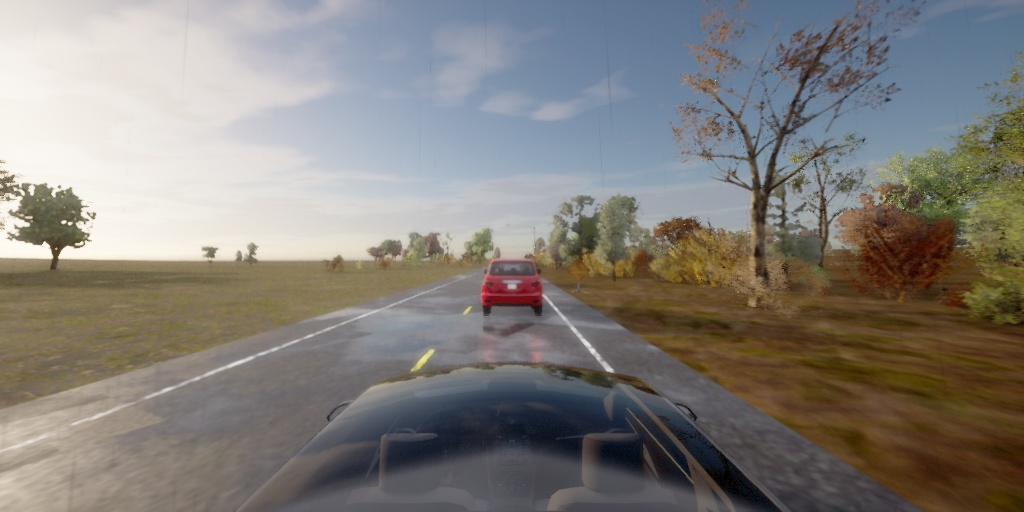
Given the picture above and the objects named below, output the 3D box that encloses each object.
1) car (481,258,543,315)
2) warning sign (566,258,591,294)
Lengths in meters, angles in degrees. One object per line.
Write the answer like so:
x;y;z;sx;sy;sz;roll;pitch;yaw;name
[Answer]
0.025;1.106;14.437;2.150;2.045;5.566;0;0;0;car
3.567;1.044;19.154;1.300;1.860;1.060;0;0;0;warning sign
